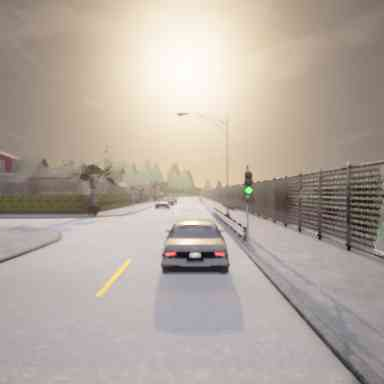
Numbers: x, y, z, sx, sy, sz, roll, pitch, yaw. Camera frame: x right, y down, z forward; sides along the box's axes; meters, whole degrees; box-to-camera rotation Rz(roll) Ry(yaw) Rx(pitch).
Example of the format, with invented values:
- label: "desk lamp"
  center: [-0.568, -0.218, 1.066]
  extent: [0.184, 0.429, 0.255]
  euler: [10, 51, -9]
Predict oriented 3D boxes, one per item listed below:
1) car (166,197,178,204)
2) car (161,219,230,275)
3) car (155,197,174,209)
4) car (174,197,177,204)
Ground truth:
- label: "car"
  center: [-3.984, 1.652, 66.778]
  extent: [1.994, 1.385, 4.181]
  euler: [0, 0, 0]
- label: "car"
  center: [0.085, 1.561, 10.473]
  extent: [2.033, 1.411, 5.357]
  euler: [0, 0, 0]
- label: "car"
  center: [-4.085, 1.610, 46.930]
  extent: [2.033, 1.411, 5.357]
  euler: [0, 0, 0]
- label: "car"
  center: [-4.050, 1.553, 56.775]
  extent: [1.882, 1.535, 5.008]
  euler: [0, 0, 0]
